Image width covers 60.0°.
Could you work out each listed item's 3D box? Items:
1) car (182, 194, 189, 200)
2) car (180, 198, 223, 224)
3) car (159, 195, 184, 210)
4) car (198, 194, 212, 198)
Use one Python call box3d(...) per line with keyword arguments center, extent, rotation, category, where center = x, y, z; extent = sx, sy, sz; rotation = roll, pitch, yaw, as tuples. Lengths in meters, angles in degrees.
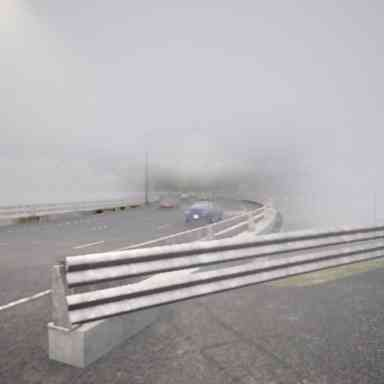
box3d(center=(-1.449, 1.164, 61.355), extent=(1.812, 1.442, 4.674), rotation=(0, 0, -3), category="car")
box3d(center=(0.912, 1.382, 23.363), extent=(1.812, 1.442, 4.674), rotation=(0, 0, 17), category="car")
box3d(center=(-2.579, 1.337, 39.601), extent=(1.994, 1.385, 4.181), rotation=(0, 0, 9), category="car")
box3d(center=(2.101, 1.029, 52.596), extent=(2.097, 1.767, 4.553), rotation=(0, 0, 2), category="car")
